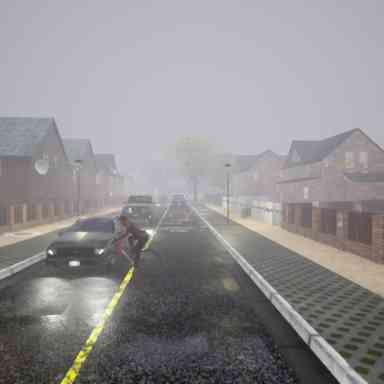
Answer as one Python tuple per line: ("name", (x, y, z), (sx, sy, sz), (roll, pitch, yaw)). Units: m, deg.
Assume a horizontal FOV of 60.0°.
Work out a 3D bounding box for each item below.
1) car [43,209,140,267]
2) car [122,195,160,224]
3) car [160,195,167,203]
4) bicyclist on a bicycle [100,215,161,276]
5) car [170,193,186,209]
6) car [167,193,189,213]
("car", (-3.278, 1.547, 11.644), (2.033, 1.411, 5.357), (0, 0, -2))
("car", (-3.823, 1.217, 24.786), (2.150, 2.045, 5.566), (0, 0, -3))
("car", (-5.392, 1.422, 62.473), (1.882, 1.535, 5.008), (0, 0, -2))
("bicyclist on a bicycle", (-1.670, 1.449, 8.994), (1.656, 1.620, 0.582), (-2, 0, -2))
("car", (-1.885, 1.189, 46.782), (2.150, 2.045, 5.566), (0, 0, -1))
("car", (-1.427, 1.333, 36.934), (2.097, 1.767, 4.553), (0, 0, -2))
